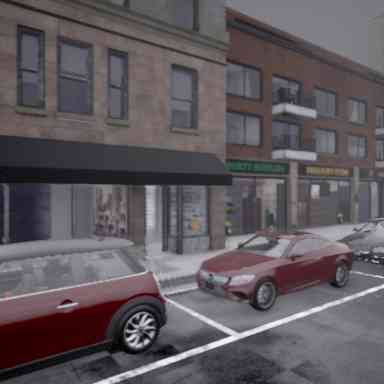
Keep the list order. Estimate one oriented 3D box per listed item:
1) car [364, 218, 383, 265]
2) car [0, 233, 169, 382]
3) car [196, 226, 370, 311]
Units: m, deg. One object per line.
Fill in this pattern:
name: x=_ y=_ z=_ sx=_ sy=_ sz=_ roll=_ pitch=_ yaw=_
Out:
car: x=6.549 y=1.525 z=10.856 sx=4.403 sy=1.369 sz=2.008 roll=0 pitch=0 yaw=-35
car: x=-2.438 y=1.439 z=4.448 sx=4.097 sy=1.590 sz=1.967 roll=0 pitch=0 yaw=-35
car: x=2.056 y=1.568 z=7.652 sx=4.206 sy=1.307 sz=1.802 roll=0 pitch=0 yaw=-35
